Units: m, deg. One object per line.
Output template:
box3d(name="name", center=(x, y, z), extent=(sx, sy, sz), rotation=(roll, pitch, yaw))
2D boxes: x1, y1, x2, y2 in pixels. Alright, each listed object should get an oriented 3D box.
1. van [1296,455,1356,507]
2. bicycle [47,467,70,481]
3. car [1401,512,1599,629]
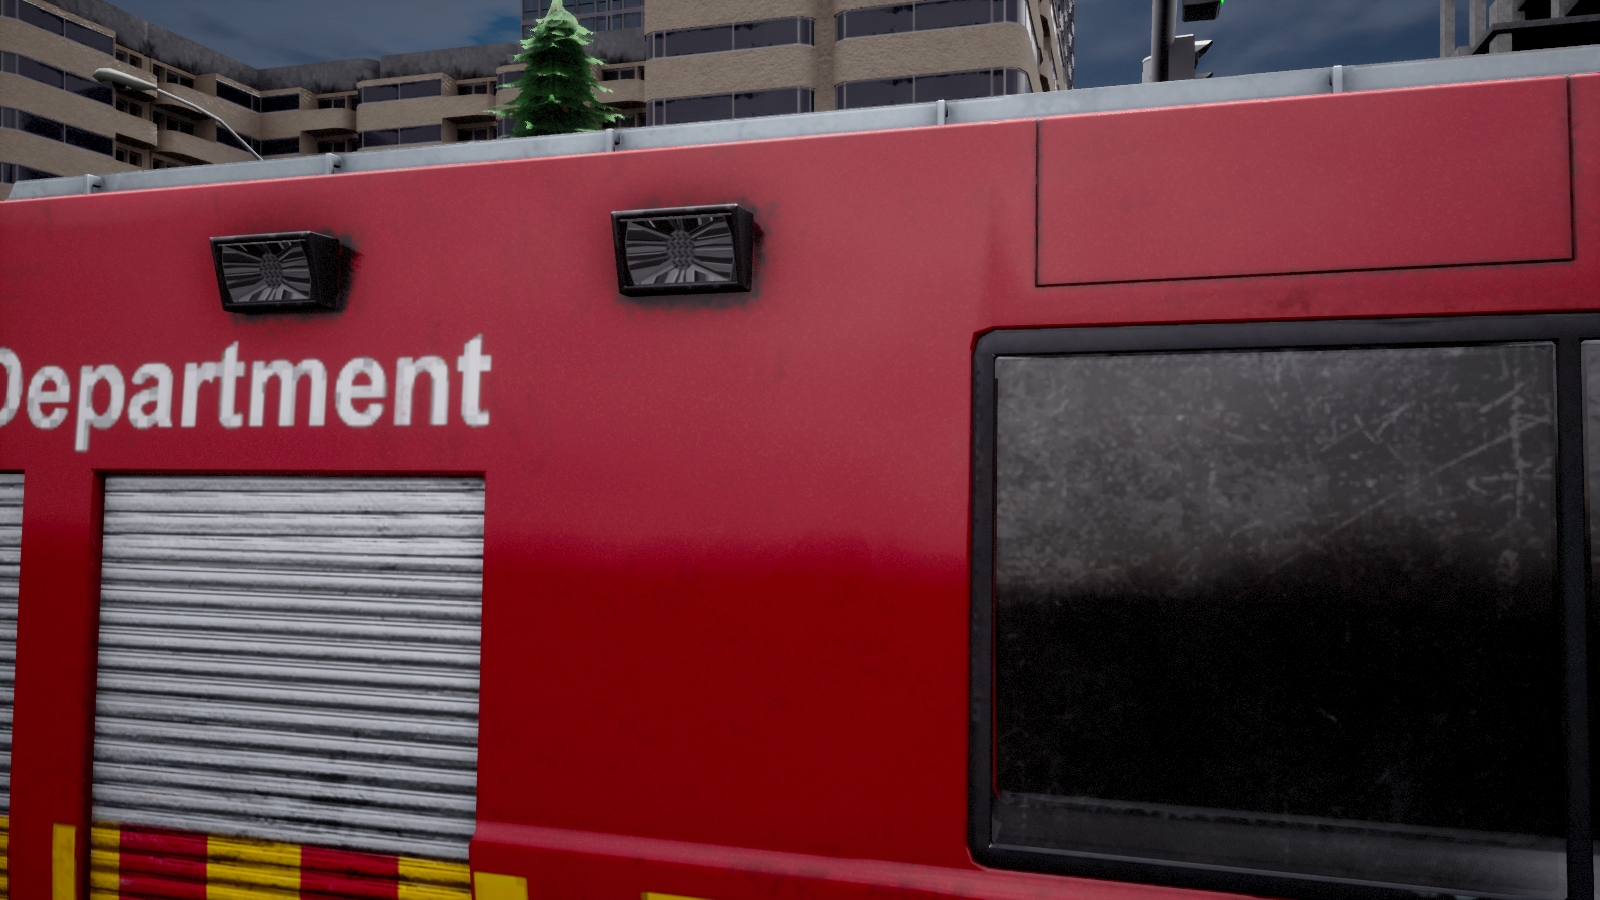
box3d(name="van", center=(27.154, 1.534, 59.148), extent=(1.988, 2.561, 5.915), rotation=(0, 0, 16))
box3d(name="bicycle", center=(-65.142, 2.102, 100.377), extent=(1.487, 1.276, 0.859), rotation=(0, 0, 15))
box3d(name="car", center=(12.484, 2.037, 20.491), extent=(2.038, 1.542, 4.974), rotation=(0, 0, 16))
